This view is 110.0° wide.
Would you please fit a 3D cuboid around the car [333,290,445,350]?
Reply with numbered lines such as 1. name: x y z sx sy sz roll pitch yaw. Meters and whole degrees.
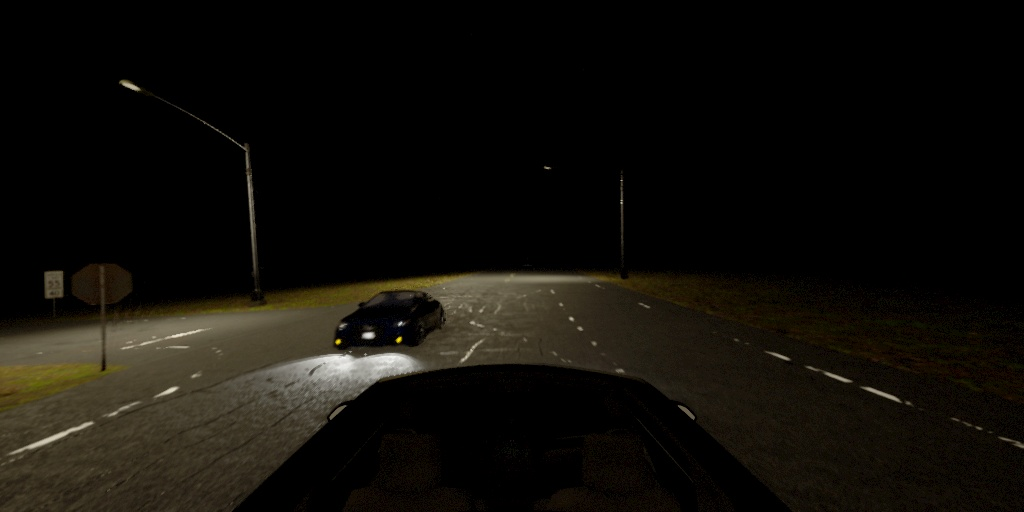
1. car: -3.238 1.679 10.206 1.994 1.385 4.181 -2 -2 2
